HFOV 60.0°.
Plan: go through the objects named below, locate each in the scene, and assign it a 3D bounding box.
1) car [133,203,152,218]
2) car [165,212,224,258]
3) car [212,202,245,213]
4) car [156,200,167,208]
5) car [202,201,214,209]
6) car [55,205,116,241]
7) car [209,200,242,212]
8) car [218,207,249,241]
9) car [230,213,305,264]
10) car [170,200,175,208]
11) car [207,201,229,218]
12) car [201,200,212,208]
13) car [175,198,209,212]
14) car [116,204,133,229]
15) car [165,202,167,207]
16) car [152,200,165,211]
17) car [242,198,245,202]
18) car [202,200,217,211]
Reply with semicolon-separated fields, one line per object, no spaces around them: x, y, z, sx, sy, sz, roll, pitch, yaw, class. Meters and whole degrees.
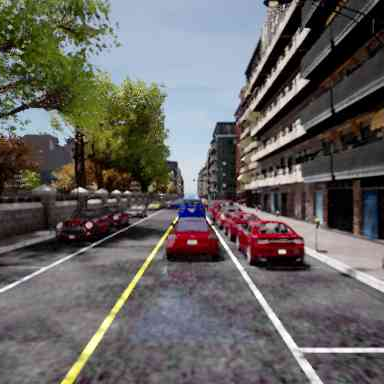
-5.697;1.931;34.675;2.008;1.369;4.403;0;-1;0;car
0.018;1.711;13.450;1.994;1.385;4.181;0;-1;0;car
2.685;1.696;23.418;1.967;1.590;4.097;0;-1;0;car
-5.703;2.227;62.655;1.752;1.417;4.829;0;-1;0;car
2.679;2.204;57.197;1.947;1.339;4.313;0;-1;0;car
-5.695;1.633;17.788;1.967;1.590;4.097;0;-1;0;car
2.683;1.633;29.049;2.192;1.841;5.009;0;-1;0;car
2.686;1.738;17.788;1.887;1.381;4.507;0;-1;0;car
2.688;1.677;12.158;1.887;1.381;4.507;0;-1;0;car
-3.043;2.246;62.398;2.033;1.411;5.357;0;-1;1;car
2.683;1.821;34.679;1.967;1.590;4.097;0;-1;0;car
2.678;2.232;62.998;1.752;1.417;4.829;0;-1;0;car
0.004;1.527;27.570;2.150;2.045;5.566;0;0;0;car
-5.696;1.696;23.415;1.967;1.590;4.097;0;-1;0;car
-5.701;2.188;57.195;2.008;1.369;4.403;0;-1;0;car
-5.700;2.095;51.395;1.752;1.417;4.829;0;-1;0;car
14.600;2.619;89.820;5.009;1.841;2.192;1;-1;0;car
2.680;2.012;51.568;1.967;1.590;4.097;0;-1;0;car
